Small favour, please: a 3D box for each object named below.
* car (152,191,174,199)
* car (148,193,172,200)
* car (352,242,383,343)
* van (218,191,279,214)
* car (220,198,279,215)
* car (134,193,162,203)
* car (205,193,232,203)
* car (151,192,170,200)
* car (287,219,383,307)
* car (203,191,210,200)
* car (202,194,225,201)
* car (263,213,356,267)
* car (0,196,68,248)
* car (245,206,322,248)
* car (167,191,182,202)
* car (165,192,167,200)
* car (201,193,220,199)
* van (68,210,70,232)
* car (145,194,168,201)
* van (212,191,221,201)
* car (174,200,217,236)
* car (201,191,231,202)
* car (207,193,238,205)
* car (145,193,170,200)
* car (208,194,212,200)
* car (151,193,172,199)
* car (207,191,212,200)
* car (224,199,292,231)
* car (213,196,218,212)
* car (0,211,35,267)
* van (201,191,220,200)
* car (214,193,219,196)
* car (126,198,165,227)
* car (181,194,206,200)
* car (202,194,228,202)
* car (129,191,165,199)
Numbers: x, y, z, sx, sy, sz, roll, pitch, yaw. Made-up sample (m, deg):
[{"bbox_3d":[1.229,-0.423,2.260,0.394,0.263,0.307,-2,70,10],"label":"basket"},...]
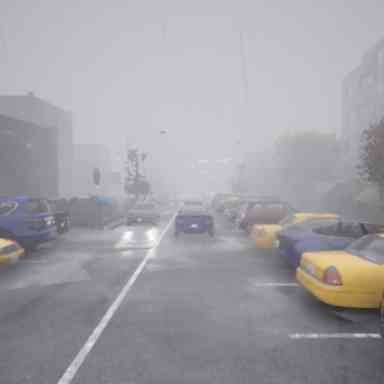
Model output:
[{"bbox_3d":[-7.634,0.719,87.150,5.566,2.045,2.435,0,1,0],"label":"car"},{"bbox_3d":[-7.479,1.086,78.439,5.366,1.575,1.946,0,0,0],"label":"car"},{"bbox_3d":[4.680,1.491,3.595,4.792,1.488,2.163,0,0,0],"label":"car"},{"bbox_3d":[4.539,1.124,25.943,4.442,1.987,1.878,0,0,0],"label":"van"},{"bbox_3d":[4.661,1.365,23.151,4.892,1.521,2.231,0,0,0],"label":"car"},{"bbox_3d":[-7.637,1.066,57.745,4.553,1.767,2.185,0,0,0],"label":"car"},{"bbox_3d":[4.693,1.057,59.591,4.553,1.767,2.185,0,0,0],"label":"car"},{"bbox_3d":[-7.633,0.944,81.380,4.553,1.767,2.185,0,0,0],"label":"car"},{"bbox_3d":[4.837,1.444,6.389,5.366,1.575,1.946,0,0,0],"label":"car"},{"bbox_3d":[4.687,1.001,45.499,5.566,2.045,2.435,0,0,0],"label":"car"},{"bbox_3d":[4.658,1.114,73.560,4.892,1.521,2.231,0,0,0],"label":"car"},{"bbox_3d":[4.681,1.463,9.183,4.792,1.488,2.163,0,0,0],"label":"car"},{"bbox_3d":[-7.706,1.170,11.700,5.566,2.045,2.435,0,0,0],"label":"car"},{"bbox_3d":[4.838,1.417,11.976,5.366,1.575,1.946,0,0,0],"label":"car"},{"bbox_3d":[-3.006,0.905,63.644,2.150,2.045,5.566,0,0,1],"label":"car"},{"bbox_3d":[-7.696,1.177,66.685,4.792,1.488,2.163,0,0,0],"label":"car"},{"bbox_3d":[4.661,1.026,84.622,4.892,1.521,2.231,0,1,0],"label":"car"},{"bbox_3d":[-7.794,1.182,14.491,4.442,1.987,1.878,0,0,0],"label":"van"},{"bbox_3d":[-7.672,1.120,72.436,4.892,1.521,2.231,0,0,0],"label":"car"},{"bbox_3d":[4.774,1.068,37.117,4.442,1.987,1.878,0,0,0],"label":"van"},{"bbox_3d":[0.102,1.389,17.653,1.882,1.535,5.008,0,0,0],"label":"car"},{"bbox_3d":[4.635,0.904,65.053,5.566,2.045,2.435,0,0,0],"label":"car"},{"bbox_3d":[4.692,1.099,51.085,4.553,1.767,2.185,0,0,0],"label":"car"},{"bbox_3d":[-7.850,1.100,75.499,5.366,1.575,1.946,0,0,0],"label":"car"},{"bbox_3d":[4.686,1.310,39.914,4.792,1.488,2.163,0,0,0],"label":"car"},{"bbox_3d":[-7.669,1.033,84.210,5.008,1.535,2.097,0,1,0],"label":"car"},{"bbox_3d":[4.627,1.141,42.705,4.553,1.767,2.185,0,0,0],"label":"car"},{"bbox_3d":[4.648,1.379,20.356,4.892,1.521,2.231,0,0,0],"label":"car"},{"bbox_3d":[4.651,1.335,28.862,5.008,1.535,2.097,0,0,0],"label":"car"},{"bbox_3d":[-7.493,1.432,9.036,5.366,1.575,1.946,0,0,0],"label":"car"},{"bbox_3d":[4.549,0.840,81.812,4.442,1.987,1.878,0,1,0],"label":"van"},{"bbox_3d":[4.687,1.197,31.532,4.553,1.767,2.185,0,0,0],"label":"car"},{"bbox_3d":[-3.094,1.395,22.035,1.837,1.490,4.892,0,0,0],"label":"car"},{"bbox_3d":[0.106,1.307,34.077,1.882,1.535,5.008,0,0,0],"label":"car"},{"bbox_3d":[4.657,1.141,67.849,5.008,1.535,2.097,0,0,0],"label":"car"},{"bbox_3d":[-7.697,0.955,54.931,5.566,2.045,2.435,0,0,0],"label":"car"}]
